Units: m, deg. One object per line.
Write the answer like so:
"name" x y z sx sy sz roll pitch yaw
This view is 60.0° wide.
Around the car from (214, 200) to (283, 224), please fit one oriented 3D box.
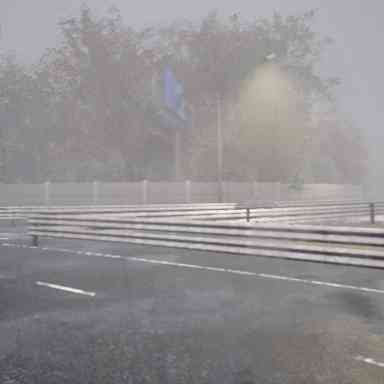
"car" 3.752 1.335 22.149 4.553 1.767 2.097 -1 0 -23
